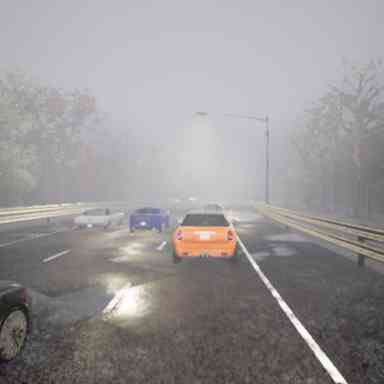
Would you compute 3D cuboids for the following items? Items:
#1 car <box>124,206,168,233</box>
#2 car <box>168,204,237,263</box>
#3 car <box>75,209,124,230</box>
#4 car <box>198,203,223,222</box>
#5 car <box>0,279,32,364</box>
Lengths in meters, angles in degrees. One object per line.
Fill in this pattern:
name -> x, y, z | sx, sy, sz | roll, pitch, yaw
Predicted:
car -> -2.525, 1.619, 20.824 | 1.882, 1.535, 5.008 | 0, 0, 4
car -> 0.500, 1.445, 12.553 | 2.097, 1.767, 4.553 | 0, 0, 3
car -> -5.947, 1.739, 22.093 | 1.895, 1.301, 4.718 | 0, 0, 4
car -> 1.812, 1.772, 30.449 | 2.033, 1.411, 5.357 | 0, 0, 6
car -> -3.314, 1.509, 3.017 | 2.128, 1.511, 4.902 | 0, 0, 1
